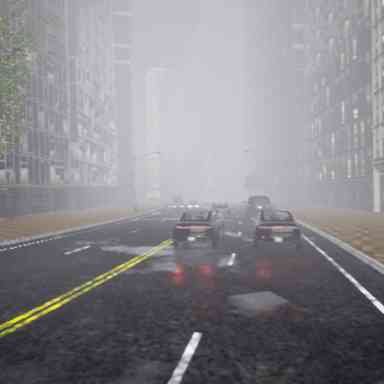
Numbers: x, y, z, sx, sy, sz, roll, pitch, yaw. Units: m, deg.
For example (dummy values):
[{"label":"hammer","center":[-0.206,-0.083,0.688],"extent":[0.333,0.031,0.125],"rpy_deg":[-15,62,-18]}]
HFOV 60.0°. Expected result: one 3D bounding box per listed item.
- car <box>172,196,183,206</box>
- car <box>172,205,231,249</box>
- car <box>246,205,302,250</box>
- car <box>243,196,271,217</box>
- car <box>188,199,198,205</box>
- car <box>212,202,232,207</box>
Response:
[{"label":"car","center":[-3.022,1.795,70.113],"extent":[2.150,2.045,5.566],"rpy_deg":[-1,0,-3]},{"label":"car","center":[0.409,1.594,15.180],"extent":[2.128,1.511,4.902],"rpy_deg":[-1,0,10]},{"label":"car","center":[3.605,1.540,14.594],"extent":[2.128,1.511,4.902],"rpy_deg":[-1,0,10]},{"label":"car","center":[5.778,1.334,29.497],"extent":[2.150,2.045,5.566],"rpy_deg":[-1,0,6]},{"label":"car","center":[0.217,2.100,70.443],"extent":[1.895,1.301,4.718],"rpy_deg":[-1,0,-3]},{"label":"car","center":[2.583,1.669,30.127],"extent":[2.128,1.511,4.902],"rpy_deg":[-1,0,6]}]
